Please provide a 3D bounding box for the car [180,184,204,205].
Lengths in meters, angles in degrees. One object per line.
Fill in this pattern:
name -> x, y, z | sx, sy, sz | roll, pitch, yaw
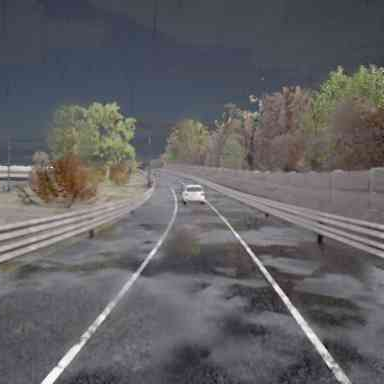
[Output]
car -> 0.072, 0.236, 35.622 | 2.150, 2.045, 5.566 | 0, 3, -4

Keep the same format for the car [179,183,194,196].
car -> -0.801, -0.385, 48.273 | 1.812, 1.442, 4.674 | 0, 5, -5
